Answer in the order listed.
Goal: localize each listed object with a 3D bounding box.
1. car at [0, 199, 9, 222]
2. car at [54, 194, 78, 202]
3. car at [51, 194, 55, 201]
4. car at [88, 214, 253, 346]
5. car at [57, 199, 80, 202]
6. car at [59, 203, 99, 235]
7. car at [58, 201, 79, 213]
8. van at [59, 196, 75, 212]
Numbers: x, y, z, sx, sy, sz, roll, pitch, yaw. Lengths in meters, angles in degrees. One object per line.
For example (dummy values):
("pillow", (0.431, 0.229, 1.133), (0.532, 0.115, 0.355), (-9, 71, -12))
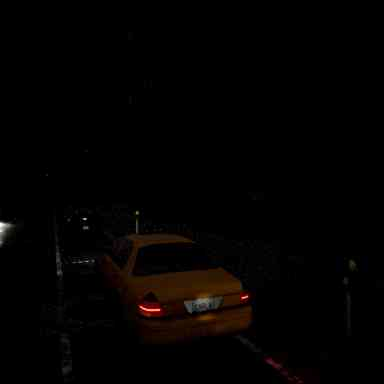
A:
("car", (-15.743, 1.353, 26.113), (2.097, 1.767, 4.553), (0, 0, -23))
("car", (-12.570, 1.317, 33.931), (2.192, 1.841, 5.009), (0, 0, -23))
("car", (-31.948, 1.471, 79.387), (1.967, 1.590, 4.097), (0, 0, -24))
("car", (-0.844, 1.457, 6.730), (1.801, 1.575, 5.366), (0, 0, -23))
("car", (-10.433, 1.567, 28.837), (1.947, 1.339, 4.313), (0, 0, -23))
("car", (-6.160, 1.552, 18.650), (2.008, 1.369, 4.403), (0, 0, -23))
("car", (-8.296, 1.552, 23.743), (2.008, 1.369, 4.403), (0, 0, -23))
("van", (-14.706, 1.343, 39.024), (1.690, 1.788, 3.998), (0, 0, -23))
